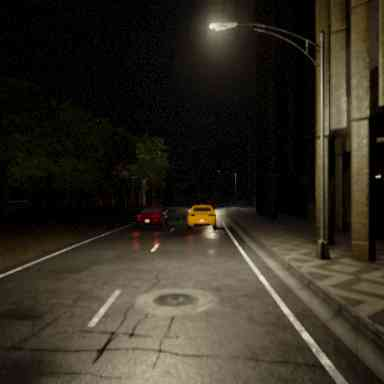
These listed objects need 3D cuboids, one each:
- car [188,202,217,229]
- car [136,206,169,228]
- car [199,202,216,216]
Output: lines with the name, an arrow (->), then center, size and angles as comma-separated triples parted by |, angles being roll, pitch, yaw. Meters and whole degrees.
car -> 0.733, 1.674, 23.365 | 1.882, 1.535, 5.008 | 0, -1, 3
car -> -2.756, 1.722, 23.618 | 1.812, 1.442, 4.674 | 0, -1, 3
car -> 1.960, 2.064, 41.389 | 1.882, 1.535, 5.008 | 0, -1, 5
